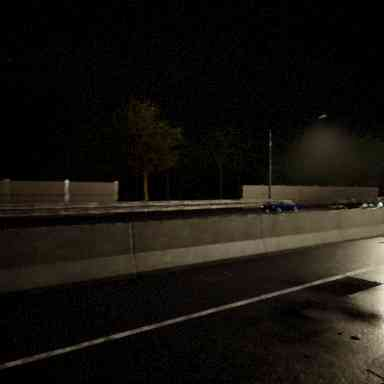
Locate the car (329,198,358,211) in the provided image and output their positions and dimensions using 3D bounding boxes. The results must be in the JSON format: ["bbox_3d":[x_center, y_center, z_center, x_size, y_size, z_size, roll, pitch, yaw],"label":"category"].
[{"bbox_3d":[17.702,1.479,38.085,5.008,1.535,1.882,0,0,-35],"label":"car"}]

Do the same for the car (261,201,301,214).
[{"bbox_3d":[9.532,1.601,35.675,4.718,1.301,1.895,0,0,-38],"label":"car"}]

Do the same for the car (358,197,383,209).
[{"bbox_3d":[20.211,1.352,35.575,4.553,1.767,2.097,0,0,-35],"label":"car"}]
